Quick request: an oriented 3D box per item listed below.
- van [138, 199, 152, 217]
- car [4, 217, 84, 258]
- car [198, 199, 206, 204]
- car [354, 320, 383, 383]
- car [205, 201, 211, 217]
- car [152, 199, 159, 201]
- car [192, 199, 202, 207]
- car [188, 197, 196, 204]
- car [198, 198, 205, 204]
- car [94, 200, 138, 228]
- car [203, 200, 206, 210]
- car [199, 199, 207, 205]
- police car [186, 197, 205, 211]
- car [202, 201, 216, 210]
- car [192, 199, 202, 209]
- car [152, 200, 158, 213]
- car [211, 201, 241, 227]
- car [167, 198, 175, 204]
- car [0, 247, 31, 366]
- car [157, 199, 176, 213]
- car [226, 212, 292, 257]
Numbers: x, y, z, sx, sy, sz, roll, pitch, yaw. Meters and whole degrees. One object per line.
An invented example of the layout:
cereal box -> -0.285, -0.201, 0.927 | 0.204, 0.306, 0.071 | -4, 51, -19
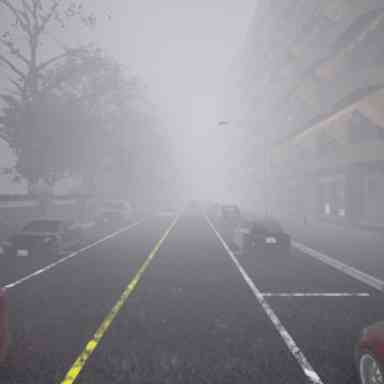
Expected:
van -> -5.707, 1.716, 35.882 | 1.690, 1.788, 3.998 | 0, -1, 0
car -> -5.696, 1.702, 13.361 | 1.947, 1.339, 4.313 | 0, -1, 0
car -> 2.648, 2.501, 86.555 | 1.887, 1.381, 4.507 | 0, -1, 0
car -> 2.690, 1.605, 2.105 | 1.802, 1.307, 4.206 | 0, -1, 0
car -> 2.674, 1.902, 36.055 | 1.752, 1.417, 4.829 | 0, -1, 0
car -> -5.713, 2.044, 47.141 | 1.887, 1.381, 4.507 | 0, -1, 0
car -> 0.869, 2.186, 65.536 | 1.882, 1.535, 5.008 | 0, -1, 0
car -> -0.037, 2.095, 84.035 | 2.097, 1.767, 4.553 | 0, -1, 0
car -> 2.645, 2.465, 92.185 | 1.967, 1.590, 4.097 | 0, -1, 0
car -> -5.701, 1.568, 24.623 | 2.192, 1.841, 5.009 | 0, -1, 0
car -> 2.670, 2.019, 41.515 | 1.802, 1.307, 4.206 | 0, -1, 0
car -> 2.651, 2.434, 80.925 | 1.887, 1.381, 4.507 | 0, -1, 0
police car -> 0.420, 1.955, 49.834 | 1.930, 1.638, 5.238 | 0, -1, 12
car -> 2.665, 2.129, 52.777 | 1.947, 1.339, 4.313 | 0, -1, 0
car -> 0.872, 2.097, 59.726 | 1.801, 1.575, 5.366 | 0, -1, 0
car -> -5.710, 2.019, 41.510 | 1.802, 1.307, 4.206 | 0, -1, 0
car -> 2.679, 1.693, 24.626 | 1.967, 1.590, 4.097 | 0, -1, 0
car -> -5.735, 2.465, 92.180 | 1.967, 1.590, 4.097 | 0, -1, 0
car -> -3.099, 1.498, 1.874 | 1.882, 1.535, 5.008 | 0, -1, 0
car -> -3.113, 2.013, 44.105 | 2.033, 1.411, 5.357 | 0, -1, 0
car -> 2.684, 1.702, 13.366 | 1.947, 1.339, 4.313 | 0, -1, 0
